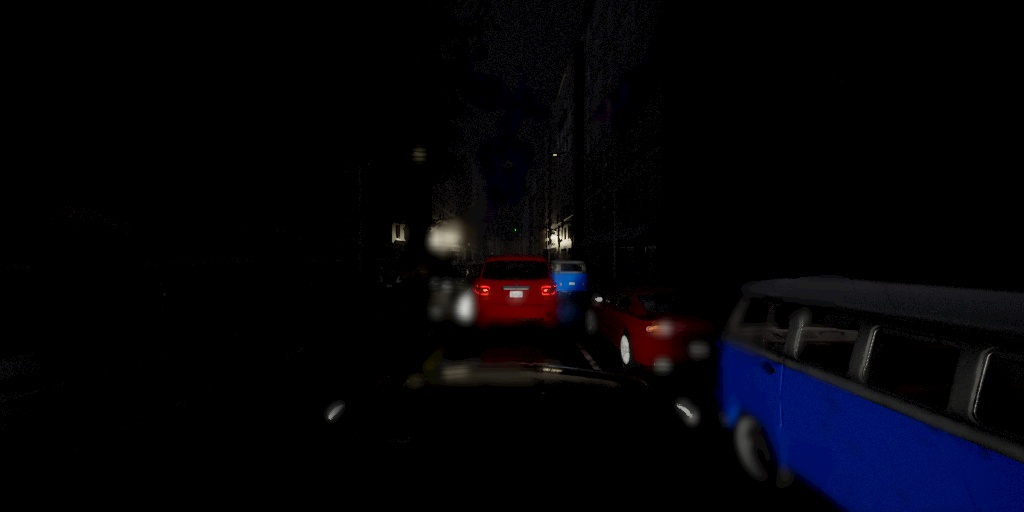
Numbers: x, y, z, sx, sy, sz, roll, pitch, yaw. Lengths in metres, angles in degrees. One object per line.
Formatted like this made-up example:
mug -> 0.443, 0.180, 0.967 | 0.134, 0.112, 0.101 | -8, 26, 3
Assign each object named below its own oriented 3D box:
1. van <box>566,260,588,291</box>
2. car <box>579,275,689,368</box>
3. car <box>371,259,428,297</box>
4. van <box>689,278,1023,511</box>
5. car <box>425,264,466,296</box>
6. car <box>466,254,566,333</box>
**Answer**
van -> 2.877, 1.086, 19.011 | 1.690, 1.789, 3.998 | 0, 0, 0
car -> 2.863, 1.294, 7.690 | 1.888, 1.381, 4.507 | 0, 0, 0
car -> -5.648, 1.060, 18.981 | 2.192, 1.841, 5.009 | 0, 0, 0
van -> 2.856, 1.091, 2.029 | 1.690, 1.789, 3.998 | 0, 0, 0
car -> -3.058, 1.251, 19.331 | 1.837, 1.490, 4.892 | 0, 0, 0
car -> 0.112, 0.970, 10.920 | 2.150, 2.045, 5.566 | 0, 0, 0
